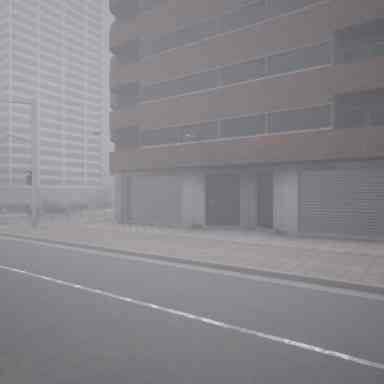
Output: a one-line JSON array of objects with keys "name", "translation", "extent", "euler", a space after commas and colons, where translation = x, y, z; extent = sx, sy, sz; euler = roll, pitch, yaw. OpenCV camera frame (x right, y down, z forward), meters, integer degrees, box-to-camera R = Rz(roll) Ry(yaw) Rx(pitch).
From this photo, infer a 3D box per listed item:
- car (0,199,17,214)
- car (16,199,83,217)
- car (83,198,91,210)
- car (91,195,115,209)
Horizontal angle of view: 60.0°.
[{"name": "car", "translation": [-18.771, 1.477, 35.614], "extent": [1.882, 1.535, 5.008], "euler": [0, 0, 35]}, {"name": "car", "translation": [-13.213, 1.491, 31.099], "extent": [2.128, 1.511, 4.902], "euler": [0, 0, 36]}, {"name": "car", "translation": [-13.907, 1.601, 36.478], "extent": [1.895, 1.301, 4.718], "euler": [0, 0, 35]}, {"name": "car", "translation": [-12.816, 1.505, 44.169], "extent": [1.837, 1.490, 4.892], "euler": [0, 0, 35]}]
